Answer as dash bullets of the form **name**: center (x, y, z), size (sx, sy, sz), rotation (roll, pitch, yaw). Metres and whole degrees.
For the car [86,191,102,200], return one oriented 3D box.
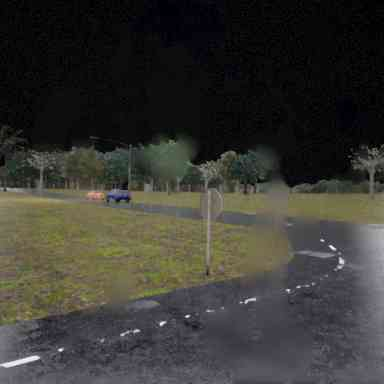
- **car**: center (-17.401, 0.511, 59.554), size (2.097, 1.767, 4.553), rotation (2, 0, -35)

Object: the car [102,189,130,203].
- **car**: center (-11.407, 0.581, 51.105), size (2.150, 2.045, 5.566), rotation (2, 0, -35)
